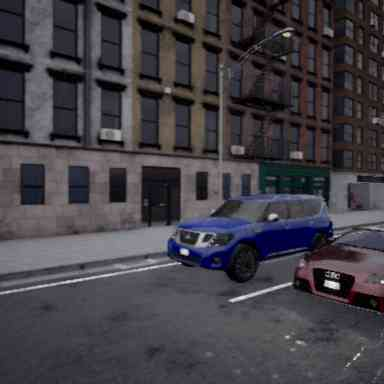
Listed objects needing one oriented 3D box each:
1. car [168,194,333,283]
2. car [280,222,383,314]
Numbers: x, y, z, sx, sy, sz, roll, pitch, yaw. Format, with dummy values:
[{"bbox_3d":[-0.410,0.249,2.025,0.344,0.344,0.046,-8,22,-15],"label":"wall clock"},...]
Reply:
[{"bbox_3d":[1.979,1.094,9.724,5.566,2.045,2.150,0,1,-39],"label":"car"},{"bbox_3d":[4.079,1.487,7.250,4.181,1.385,1.994,0,1,-39],"label":"car"}]
